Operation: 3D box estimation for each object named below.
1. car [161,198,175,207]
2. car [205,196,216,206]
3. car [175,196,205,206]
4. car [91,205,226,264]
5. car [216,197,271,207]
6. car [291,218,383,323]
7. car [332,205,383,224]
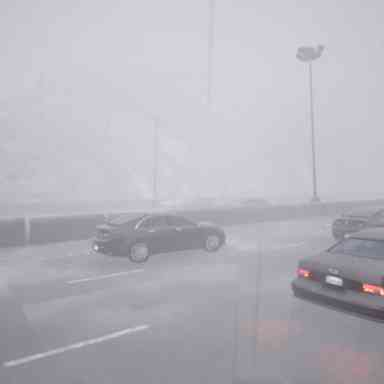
[{"bbox_3d":[-1.271,1.255,37.485,4.674,1.442,1.812,-1,1,-35],"label":"car"},{"bbox_3d":[3.922,1.236,32.592,4.674,1.442,1.812,-1,1,-35],"label":"car"},{"bbox_3d":[1.024,1.231,34.823,4.892,1.490,1.837,-1,0,-35],"label":"car"},{"bbox_3d":[-0.985,1.428,11.645,4.892,1.490,1.837,-1,1,-36],"label":"car"},{"bbox_3d":[4.804,1.234,28.922,4.892,1.490,1.837,-1,1,-35],"label":"car"},{"bbox_3d":[4.349,1.450,6.852,5.357,1.411,2.033,-1,1,-36],"label":"car"},{"bbox_3d":[7.639,1.321,13.501,4.892,1.490,1.837,-1,0,-36],"label":"car"}]
